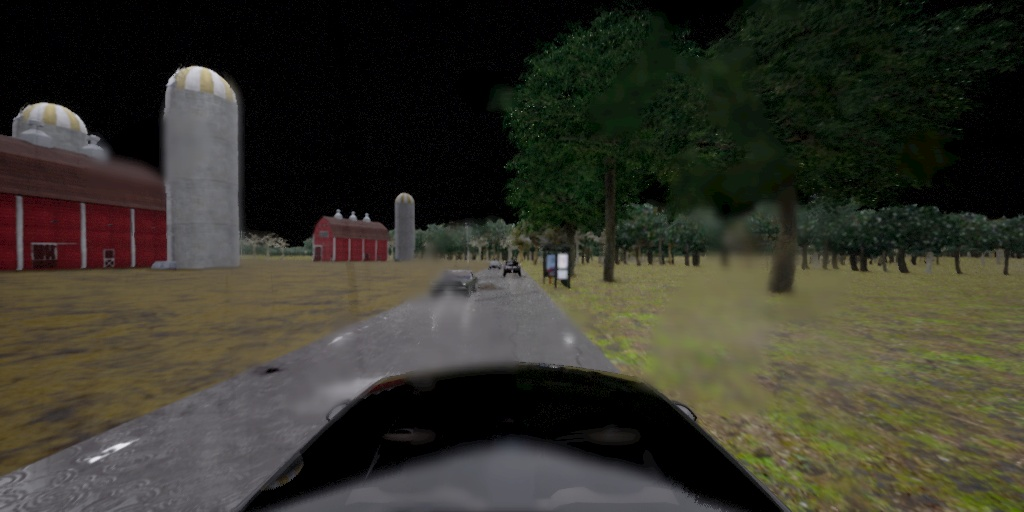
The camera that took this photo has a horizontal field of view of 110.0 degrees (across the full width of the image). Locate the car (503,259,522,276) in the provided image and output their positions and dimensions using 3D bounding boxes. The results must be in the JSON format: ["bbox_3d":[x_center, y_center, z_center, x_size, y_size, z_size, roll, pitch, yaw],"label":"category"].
[{"bbox_3d":[0.042,1.345,39.043,1.837,1.490,4.892,0,-1,1],"label":"car"}]

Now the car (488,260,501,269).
[{"bbox_3d":[-2.800,1.420,58.902,1.837,1.490,4.892,0,0,0],"label":"car"}]

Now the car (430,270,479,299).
[{"bbox_3d":[-2.849,1.387,18.507,1.895,1.301,4.718,0,0,0],"label":"car"}]

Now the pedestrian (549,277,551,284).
[{"bbox_3d":[2.825,1.497,26.604,0.500,1.100,0.500,-1,1,-5],"label":"pedestrian"}]

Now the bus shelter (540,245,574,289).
[{"bbox_3d":[3.125,0.678,24.786,1.920,2.740,3.880,0,0,0],"label":"bus shelter"}]
